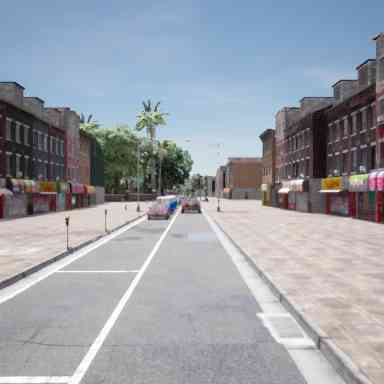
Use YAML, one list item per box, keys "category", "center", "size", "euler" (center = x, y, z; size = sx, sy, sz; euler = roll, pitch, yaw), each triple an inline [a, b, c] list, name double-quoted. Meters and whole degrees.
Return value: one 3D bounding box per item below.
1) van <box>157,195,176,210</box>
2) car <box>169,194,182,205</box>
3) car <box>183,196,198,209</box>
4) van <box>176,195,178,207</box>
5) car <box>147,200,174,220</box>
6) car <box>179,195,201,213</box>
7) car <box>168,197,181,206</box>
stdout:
- category: "van"
  center: [-2.811, 1.367, 33.881]
  size: [1.690, 1.788, 3.998]
  euler: [0, 0, 0]
- category: "car"
  center: [-2.953, 1.394, 61.201]
  size: [2.192, 1.841, 5.009]
  euler: [0, 0, 0]
- category: "car"
  center: [-0.207, 1.402, 47.157]
  size: [2.097, 1.767, 4.553]
  euler: [0, 0, 0]
- category: "van"
  center: [-2.840, 1.377, 39.345]
  size: [1.690, 1.788, 3.998]
  euler: [0, 0, 0]
- category: "car"
  center: [-2.783, 1.599, 28.416]
  size: [1.802, 1.307, 4.206]
  euler: [0, 0, 0]
- category: "car"
  center: [-0.099, 1.385, 37.529]
  size: [2.097, 1.767, 4.553]
  euler: [0, 0, 0]
- category: "car"
  center: [-2.925, 1.616, 55.737]
  size: [2.008, 1.369, 4.403]
  euler: [0, 0, 0]
